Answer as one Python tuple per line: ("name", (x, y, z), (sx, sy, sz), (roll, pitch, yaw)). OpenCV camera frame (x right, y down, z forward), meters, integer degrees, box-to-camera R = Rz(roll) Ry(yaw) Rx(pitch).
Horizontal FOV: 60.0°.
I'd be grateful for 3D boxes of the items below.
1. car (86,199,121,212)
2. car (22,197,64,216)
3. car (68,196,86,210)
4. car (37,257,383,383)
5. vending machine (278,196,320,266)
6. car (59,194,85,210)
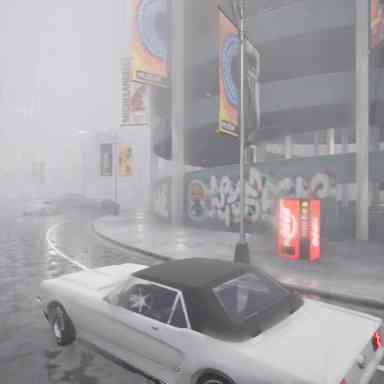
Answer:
("car", (-10.085, 1.526, 39.081), (1.812, 1.442, 4.674), (0, 0, 14))
("car", (-14.753, 1.526, 32.542), (1.812, 1.442, 4.674), (0, 0, 3))
("car", (-12.879, 1.547, 42.359), (2.033, 1.411, 5.357), (0, 0, 20))
("car", (-0.202, 1.601, 4.521), (4.718, 1.301, 1.895), (0, 0, 40))
("vending machine", (3.482, 1.195, 10.820), (0.880, 2.100, 1.100), (0, 0, 45))
("car", (-16.229, 1.221, 43.720), (2.150, 2.045, 5.566), (0, 0, 20))
